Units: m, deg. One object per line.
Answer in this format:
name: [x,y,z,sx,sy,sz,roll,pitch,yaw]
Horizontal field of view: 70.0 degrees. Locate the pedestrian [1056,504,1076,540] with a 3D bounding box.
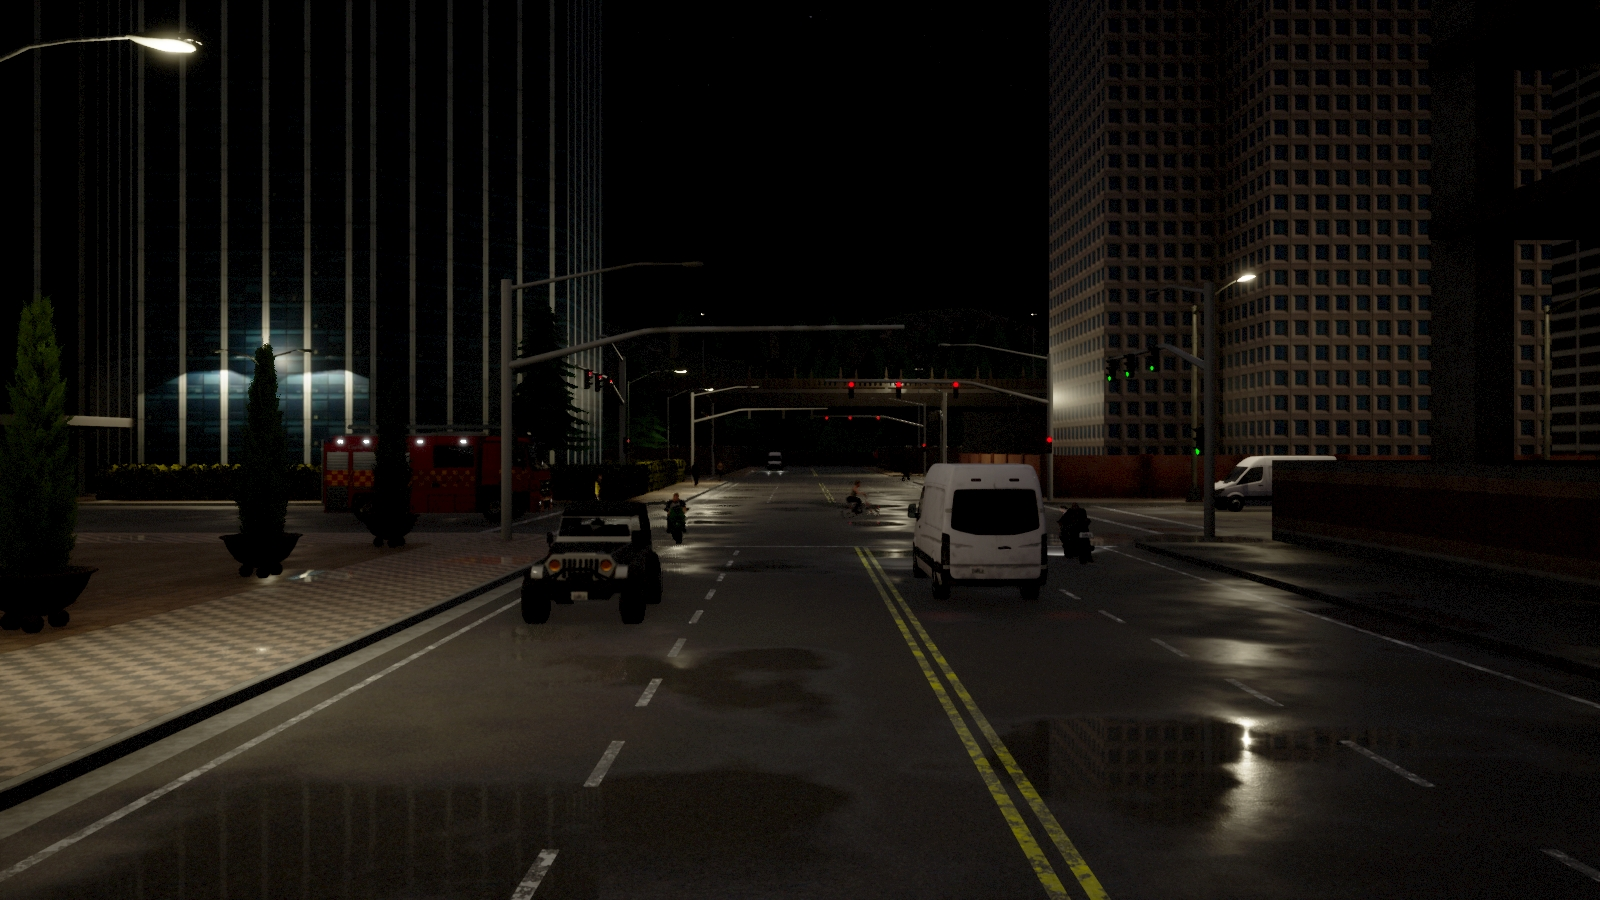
pedestrian: [8.292,2.242,35.670,0.500,1.100,0.500,0,0,0]

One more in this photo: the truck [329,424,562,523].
truck: [-14.084,0.907,45.854,8.468,3.827,2.891,0,0,0]

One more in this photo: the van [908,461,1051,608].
van: [3.501,1.543,23.400,1.988,2.561,5.915,0,0,0]

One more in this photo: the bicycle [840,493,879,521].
bicycle: [2.385,2.273,45.845,1.487,1.080,0.859,0,0,-1]

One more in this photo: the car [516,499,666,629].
car: [-3.494,1.865,19.804,1.905,1.878,3.866,0,0,0]
